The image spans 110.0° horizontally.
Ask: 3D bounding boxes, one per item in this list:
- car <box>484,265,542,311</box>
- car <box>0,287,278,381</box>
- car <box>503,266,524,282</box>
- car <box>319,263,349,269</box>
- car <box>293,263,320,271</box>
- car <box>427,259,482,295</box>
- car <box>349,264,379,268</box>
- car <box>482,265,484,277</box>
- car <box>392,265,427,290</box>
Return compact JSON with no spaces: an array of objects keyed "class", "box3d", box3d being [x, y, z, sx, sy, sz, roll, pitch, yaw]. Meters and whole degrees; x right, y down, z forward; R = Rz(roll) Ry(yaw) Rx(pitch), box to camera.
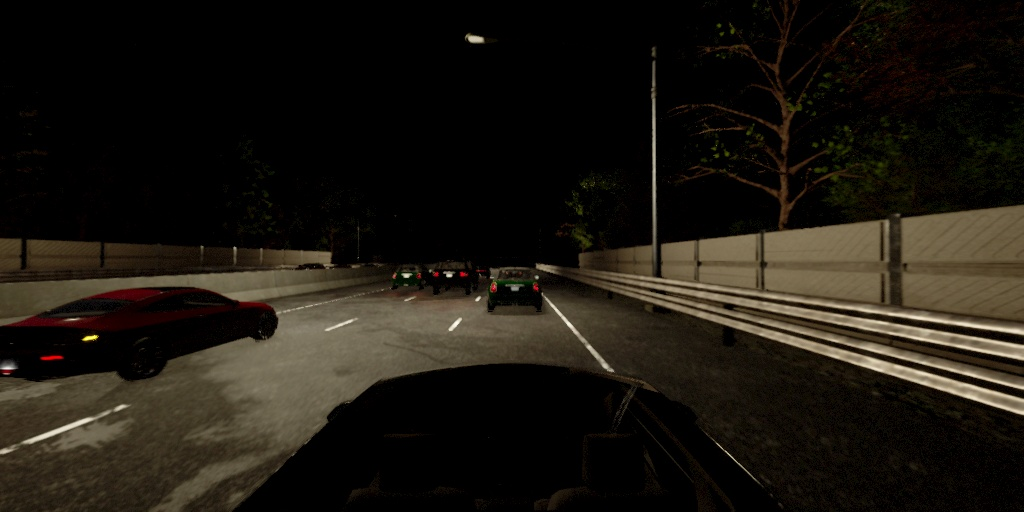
[{"class":"car","box3d":[0.112,1.265,15.387,2.097,1.767,4.553,0,-1,0]},{"class":"car","box3d":[-6.894,1.340,7.219,1.812,1.442,4.674,0,-1,0]},{"class":"car","box3d":[0.145,1.729,36.006,2.033,1.411,5.357,0,-1,0]},{"class":"car","box3d":[-20.952,1.762,43.850,1.882,1.535,5.008,0,-1,0]},{"class":"car","box3d":[-24.458,1.630,43.453,2.097,1.767,4.553,0,-1,0]},{"class":"car","box3d":[-3.367,1.217,22.187,2.150,2.045,5.566,0,-1,1]},{"class":"car","box3d":[-17.454,1.760,43.632,1.882,1.535,5.008,0,-1,0]},{"class":"car","box3d":[-3.348,1.733,39.519,1.837,1.490,4.892,0,-1,0]},{"class":"car","box3d":[-6.870,1.393,25.510,2.097,1.767,4.553,0,-1,0]}]
